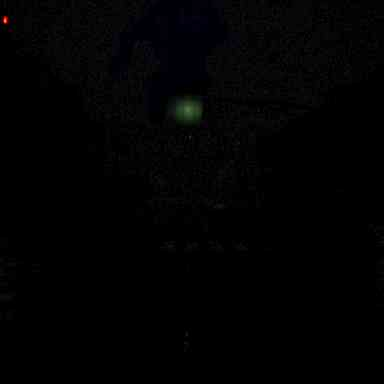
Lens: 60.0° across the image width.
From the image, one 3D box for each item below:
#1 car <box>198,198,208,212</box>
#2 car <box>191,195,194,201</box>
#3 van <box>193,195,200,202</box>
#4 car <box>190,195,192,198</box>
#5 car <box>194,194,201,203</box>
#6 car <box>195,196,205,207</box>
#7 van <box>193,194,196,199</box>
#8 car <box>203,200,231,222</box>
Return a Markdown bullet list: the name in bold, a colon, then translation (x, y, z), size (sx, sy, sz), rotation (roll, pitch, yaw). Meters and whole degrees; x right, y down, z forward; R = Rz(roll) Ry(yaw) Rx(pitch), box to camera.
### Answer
- **car**: translation (1.990, 1.713, 38.513), size (1.802, 1.307, 4.206), rotation (-1, 0, -1)
- **car**: translation (1.467, 1.790, 71.704), size (2.008, 1.369, 4.403), rotation (-1, 0, -1)
- **van**: translation (1.202, 1.635, 88.299), size (1.690, 1.788, 3.998), rotation (-1, 0, -1)
- **car**: translation (1.376, 1.573, 77.236), size (2.192, 1.841, 5.009), rotation (-1, 0, -1)
- **car**: translation (1.726, 1.625, 55.108), size (1.967, 1.590, 4.097), rotation (-1, 0, -1)
- **car**: translation (1.815, 1.712, 49.576), size (1.887, 1.381, 4.507), rotation (-1, 0, -1)
- **van**: translation (1.637, 1.544, 60.640), size (1.690, 1.788, 3.998), rotation (-1, 0, -1)
- **car**: translation (2.164, 1.640, 27.449), size (1.887, 1.381, 4.507), rotation (-1, 0, -1)
